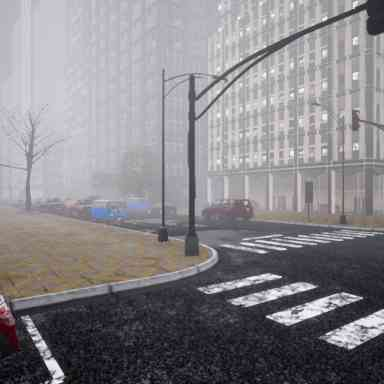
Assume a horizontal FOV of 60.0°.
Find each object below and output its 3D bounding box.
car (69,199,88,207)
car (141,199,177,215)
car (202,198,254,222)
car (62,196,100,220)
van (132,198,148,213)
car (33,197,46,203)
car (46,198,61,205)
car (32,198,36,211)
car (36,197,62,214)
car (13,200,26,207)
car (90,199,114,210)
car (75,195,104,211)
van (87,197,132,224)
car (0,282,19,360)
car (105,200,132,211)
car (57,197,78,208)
[{"bbox_3d":[-20.179,1.940,58.913,2.008,1.369,4.403,0,0,-36],"label":"car"},{"bbox_3d":[-3.276,1.758,35.981,2.008,1.369,4.403,0,0,-36],"label":"car"},{"bbox_3d":[2.900,1.454,27.602,2.192,1.841,5.009,0,0,-36],"label":"car"},{"bbox_3d":[-10.027,1.510,31.014,2.192,1.841,5.009,0,0,-36],"label":"car"},{"bbox_3d":[-6.658,1.586,40.568,1.690,1.788,3.998,0,0,-36],"label":"van"},{"bbox_3d":[-39.084,2.063,85.088,1.882,1.535,5.008,0,0,-36],"label":"car"},{"bbox_3d":[-30.322,2.061,72.673,1.947,1.339,4.313,0,0,-36],"label":"car"},{"bbox_3d":[-20.168,1.745,44.773,1.967,1.590,4.097,0,0,-36],"label":"car"},{"bbox_3d":[-16.788,1.584,40.187,2.192,1.841,5.009,0,0,-36],"label":"car"},{"bbox_3d":[-30.309,1.994,58.532,1.802,1.307,4.206,0,0,-36],"label":"car"},{"bbox_3d":[-13.519,1.844,49.878,1.752,1.417,4.829,0,0,-36],"label":"car"},{"bbox_3d":[-14.473,1.524,46.717,2.150,2.045,5.566,0,0,-36],"label":"car"},{"bbox_3d":[-6.646,1.499,26.428,1.690,1.788,3.998,0,0,-36],"label":"van"},{"bbox_3d":[-4.240,1.440,3.532,4.097,1.590,1.967,0,0,-36],"label":"car"},{"bbox_3d":[-10.037,1.847,45.154,1.947,1.339,4.313,0,0,-36],"label":"car"},{"bbox_3d":[-20.780,1.721,55.202,2.097,1.767,4.553,0,0,-36],"label":"car"}]
